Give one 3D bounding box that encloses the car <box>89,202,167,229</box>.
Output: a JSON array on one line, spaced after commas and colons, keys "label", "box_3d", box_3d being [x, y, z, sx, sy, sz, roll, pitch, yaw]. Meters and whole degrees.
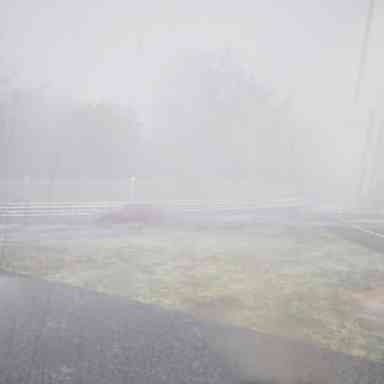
[{"label": "car", "box_3d": [-3.811, 1.366, 20.190, 4.674, 1.442, 1.812, 0, 1, -27]}]
